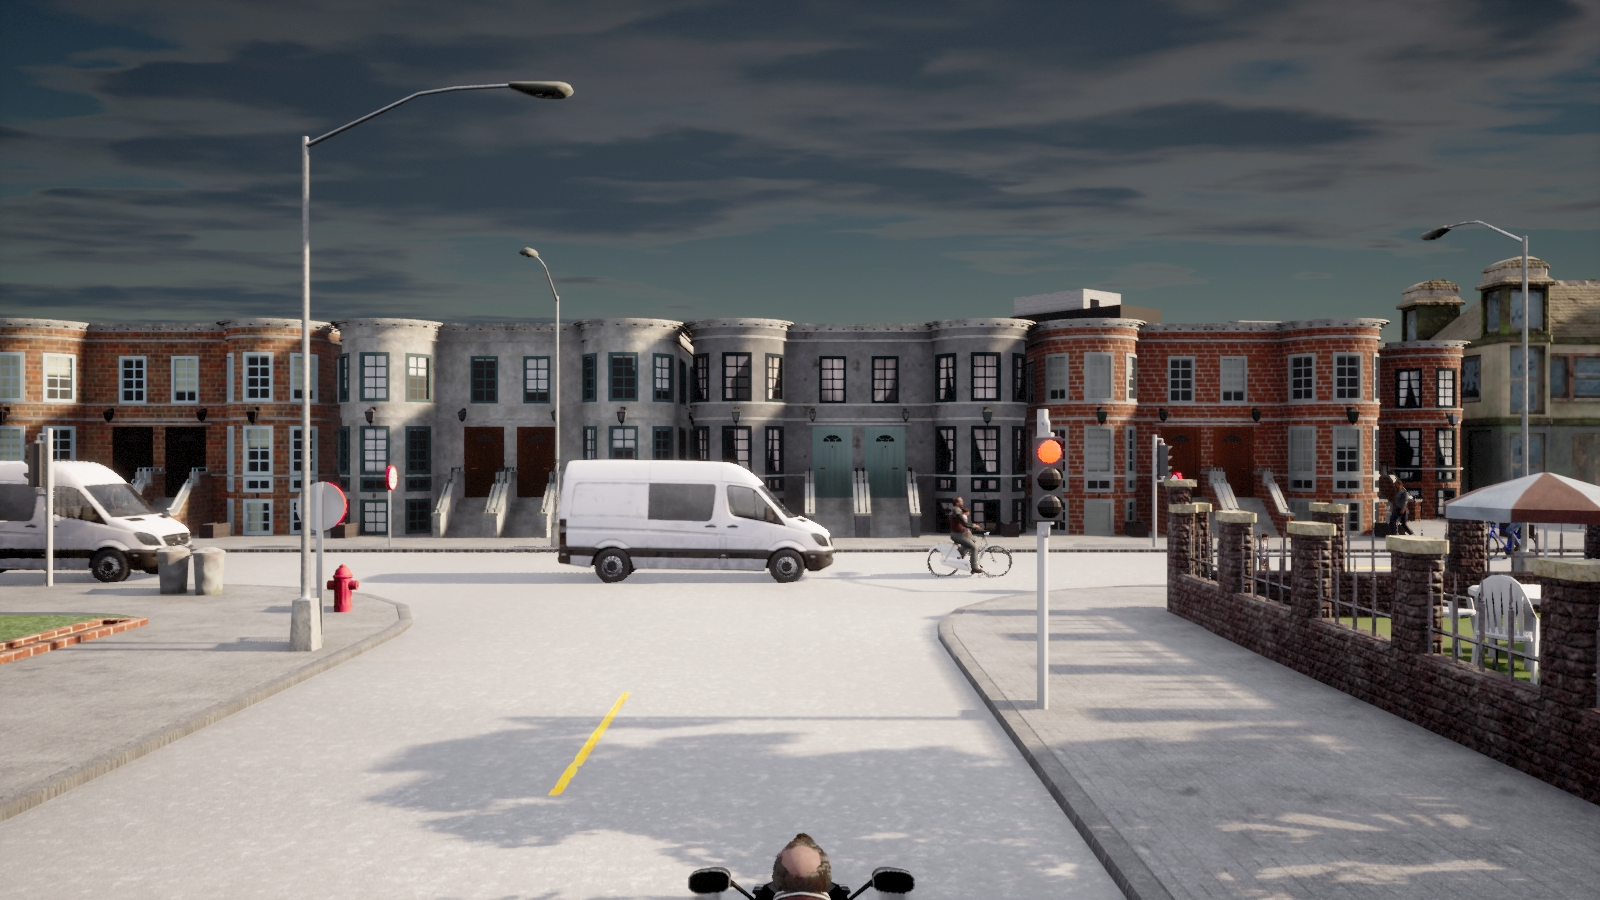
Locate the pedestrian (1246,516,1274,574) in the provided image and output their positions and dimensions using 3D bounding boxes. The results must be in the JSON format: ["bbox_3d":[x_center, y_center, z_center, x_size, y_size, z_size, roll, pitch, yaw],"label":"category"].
[{"bbox_3d":[9.249,1.901,22.958,0.500,1.100,0.500,0,0,20],"label":"pedestrian"}]

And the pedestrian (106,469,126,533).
[{"bbox_3d":[-20.291,1.511,33.903,0.375,1.860,0.375,0,0,-2],"label":"pedestrian"}]

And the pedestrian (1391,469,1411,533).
[{"bbox_3d":[17.834,1.512,33.910,0.375,1.860,0.375,0,0,-1],"label":"pedestrian"}]

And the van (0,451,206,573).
[{"bbox_3d":[-16.420,1.304,24.919,5.915,2.561,1.988,0,0,0],"label":"van"}]

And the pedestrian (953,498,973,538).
[{"bbox_3d":[4.537,1.892,31.852,0.500,1.100,0.500,0,0,2],"label":"pedestrian"}]

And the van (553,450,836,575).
[{"bbox_3d":[-2.207,1.301,24.917,5.915,2.561,1.988,1,0,0],"label":"van"}]
